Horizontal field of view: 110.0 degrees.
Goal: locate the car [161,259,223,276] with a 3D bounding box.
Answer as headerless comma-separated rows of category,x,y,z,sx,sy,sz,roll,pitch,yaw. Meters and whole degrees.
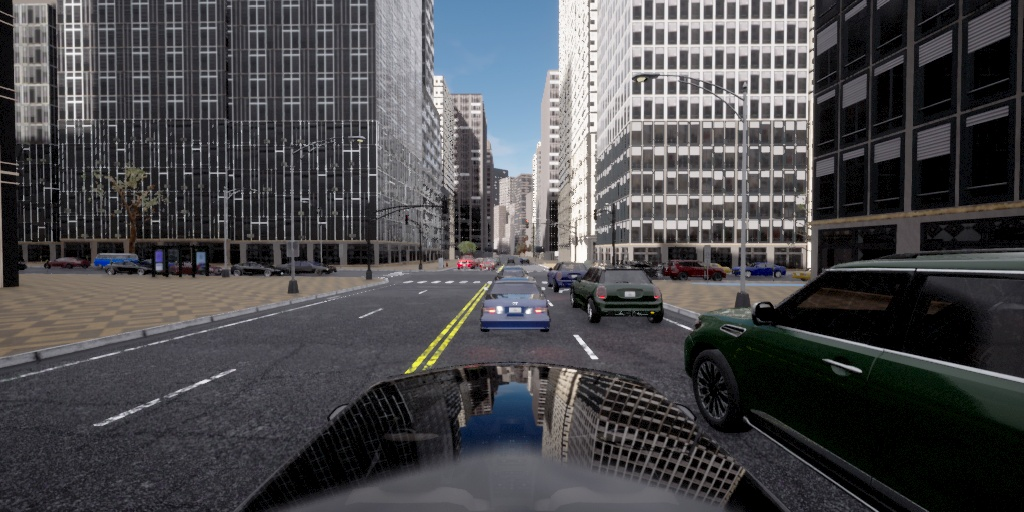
car,-28.493,1.136,32.336,4.207,1.307,1.802,0,0,1

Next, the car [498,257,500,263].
car,-3.480,1.229,60.074,1.812,1.442,4.674,0,0,0

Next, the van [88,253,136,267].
van,-45.388,0.602,41.127,3.998,1.789,1.690,0,0,1

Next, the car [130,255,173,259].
car,-33.816,0.939,35.121,5.008,1.535,1.882,0,1,1

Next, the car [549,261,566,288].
car,3.300,1.091,21.104,2.097,1.767,4.553,0,0,0

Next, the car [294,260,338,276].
car,-19.994,1.135,34.875,5.357,1.411,2.033,1,1,1

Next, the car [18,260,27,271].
car,-51.241,0.651,35.497,4.553,1.767,2.097,1,1,1

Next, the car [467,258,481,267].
car,-6.718,1.176,63.719,1.882,1.535,5.008,0,0,1

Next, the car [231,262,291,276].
car,-22.809,1.172,32.217,4.313,1.339,1.948,0,0,1

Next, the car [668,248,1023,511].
car,3.345,0.971,2.394,2.150,2.045,5.566,0,0,0

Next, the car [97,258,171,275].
car,-34.174,1.067,32.495,4.313,1.339,1.948,0,0,1

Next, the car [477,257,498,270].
car,-3.440,1.066,51.230,2.097,1.767,4.553,0,0,-1

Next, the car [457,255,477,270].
car,-6.721,0.933,53.374,2.150,2.045,5.566,0,0,0

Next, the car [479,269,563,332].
car,0.079,1.293,10.793,2.033,1.411,5.357,0,0,0

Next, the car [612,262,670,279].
car,12.308,1.382,34.420,4.892,1.490,1.837,0,1,1

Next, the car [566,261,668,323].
car,3.324,1.097,12.240,2.097,1.767,4.553,0,0,0

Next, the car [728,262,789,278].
car,25.684,1.420,37.426,5.008,1.535,1.882,1,1,1

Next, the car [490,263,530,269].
car,0.052,1.304,20.036,1.994,1.385,4.181,0,0,0
